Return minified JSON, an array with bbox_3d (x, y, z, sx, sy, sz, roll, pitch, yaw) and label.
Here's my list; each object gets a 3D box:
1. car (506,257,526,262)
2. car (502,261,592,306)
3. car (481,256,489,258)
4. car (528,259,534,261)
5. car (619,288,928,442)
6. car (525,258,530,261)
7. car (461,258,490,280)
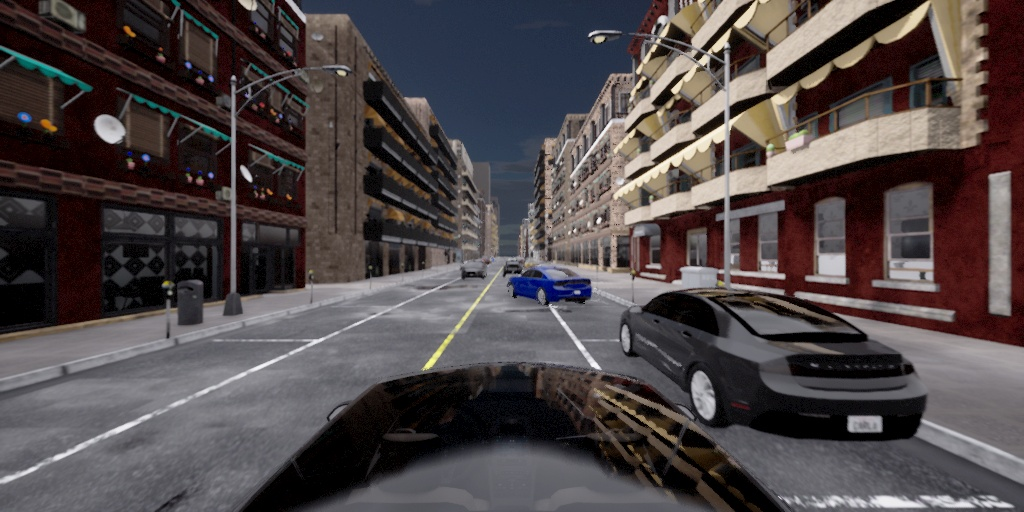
[{"bbox_3d":[0.084,1.167,34.297,1.837,1.490,4.892,0,0,0],"label":"car"},{"bbox_3d":[1.450,1.190,15.619,1.882,1.535,5.008,-1,1,-23],"label":"car"},{"bbox_3d":[-5.697,1.121,64.261,1.888,1.381,4.507,0,0,0],"label":"car"},{"bbox_3d":[2.687,1.222,30.440,2.007,1.370,4.403,0,0,0],"label":"car"},{"bbox_3d":[3.145,1.243,5.618,1.837,1.490,4.892,0,0,0],"label":"car"},{"bbox_3d":[2.686,1.133,53.155,1.751,1.417,4.829,0,0,0],"label":"car"},{"bbox_3d":[-3.099,1.177,29.936,1.837,1.490,4.892,0,0,0],"label":"car"}]
